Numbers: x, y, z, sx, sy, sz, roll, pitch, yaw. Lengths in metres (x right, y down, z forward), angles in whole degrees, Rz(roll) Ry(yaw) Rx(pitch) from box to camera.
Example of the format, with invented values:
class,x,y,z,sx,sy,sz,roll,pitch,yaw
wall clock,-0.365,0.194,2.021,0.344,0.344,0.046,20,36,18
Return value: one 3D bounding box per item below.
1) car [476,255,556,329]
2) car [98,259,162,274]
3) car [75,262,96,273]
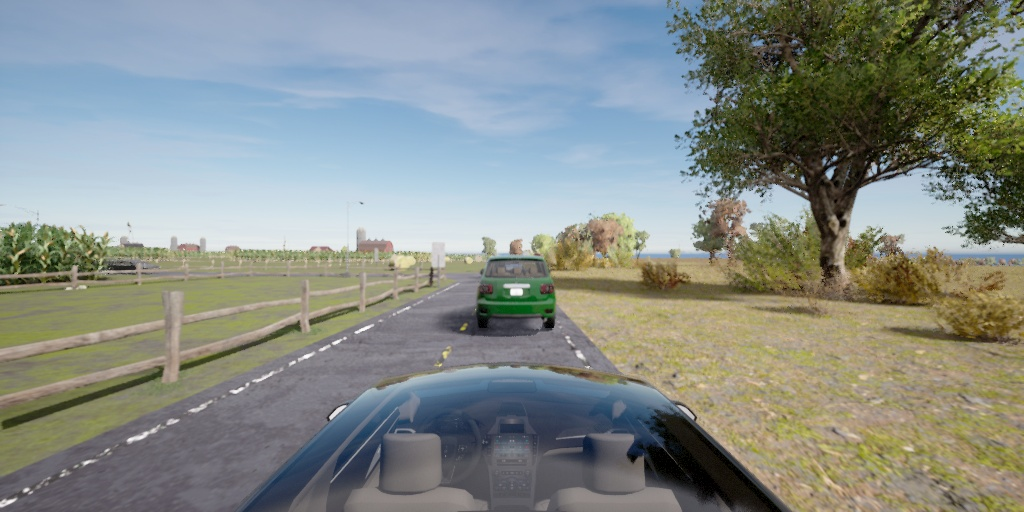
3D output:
class,x,y,z,sx,sy,sz,roll,pitch,yaw
car,0.115,1.010,11.551,2.150,2.045,5.566,0,0,0
car,-39.762,1.163,37.665,4.892,1.490,1.837,0,0,0
car,-46.335,1.084,40.491,4.902,1.511,2.128,0,0,0
